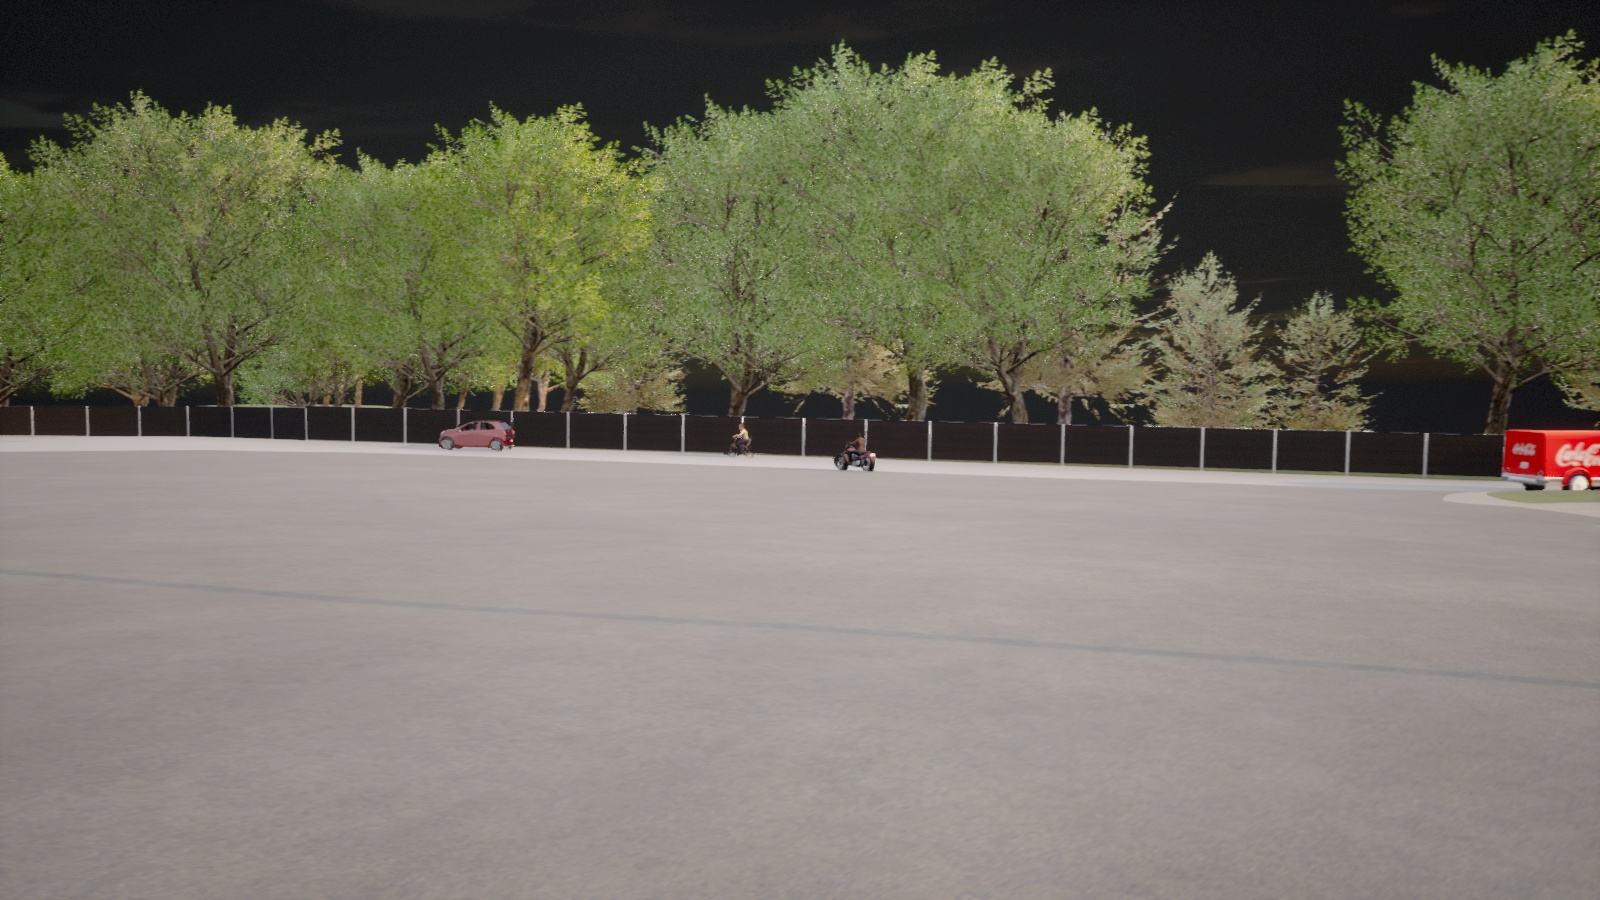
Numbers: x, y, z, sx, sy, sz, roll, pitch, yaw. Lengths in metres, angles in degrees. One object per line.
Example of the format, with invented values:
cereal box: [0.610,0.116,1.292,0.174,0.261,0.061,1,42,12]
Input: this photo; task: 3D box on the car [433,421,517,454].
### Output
car: [-16.096,-0.633,62.266,3.633,1.501,1.845,1,3,6]

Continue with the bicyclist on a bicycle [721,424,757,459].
bicyclist on a bicycle: [-2.912,-0.412,60.250,1.509,1.612,0.866,2,3,20]

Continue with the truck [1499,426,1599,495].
truck: [30.130,0.368,48.116,5.204,2.467,2.627,0,3,-7]

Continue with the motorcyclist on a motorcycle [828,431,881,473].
motorcyclist on a motorcycle: [2.225,0.079,51.552,0.766,1.649,2.350,1,1,-39]
